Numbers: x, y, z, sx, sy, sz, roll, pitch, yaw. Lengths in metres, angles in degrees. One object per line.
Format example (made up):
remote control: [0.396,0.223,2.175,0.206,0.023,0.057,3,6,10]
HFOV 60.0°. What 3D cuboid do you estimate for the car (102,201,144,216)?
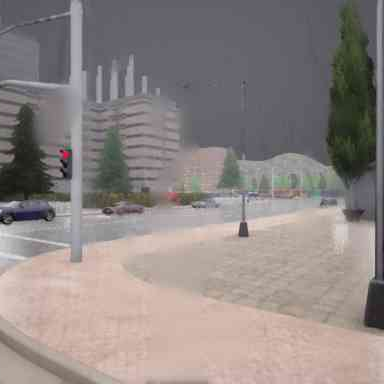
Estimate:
car: [-6.662,1.563,32.438,1.994,1.385,4.181,0,0,36]

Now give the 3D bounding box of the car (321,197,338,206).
car: [22.245,1.527,54.004,1.812,1.442,4.674,0,-1,36]

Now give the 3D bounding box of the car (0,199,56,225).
car: [-12.505,1.352,24.388,2.097,1.767,4.553,0,0,36]

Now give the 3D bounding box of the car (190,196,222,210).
car: [1.816,1.600,44.073,1.895,1.301,4.718,0,0,36]
